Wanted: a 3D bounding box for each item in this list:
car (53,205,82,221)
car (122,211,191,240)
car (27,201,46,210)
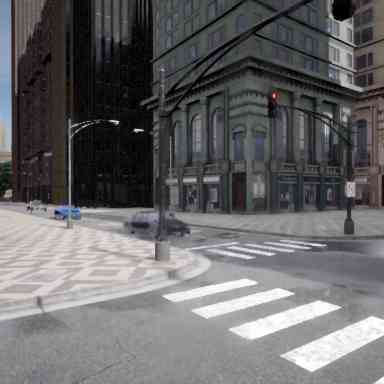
[{"bbox_3d":[-12.924,2.079,34.368,1.882,1.535,5.008,0,-1,-35],"label":"car"},{"bbox_3d":[-2.236,1.826,19.277,2.033,1.411,5.357,0,-1,-35],"label":"car"},{"bbox_3d":[-22.363,1.958,47.844,2.097,1.767,4.553,0,-1,-35],"label":"car"}]
